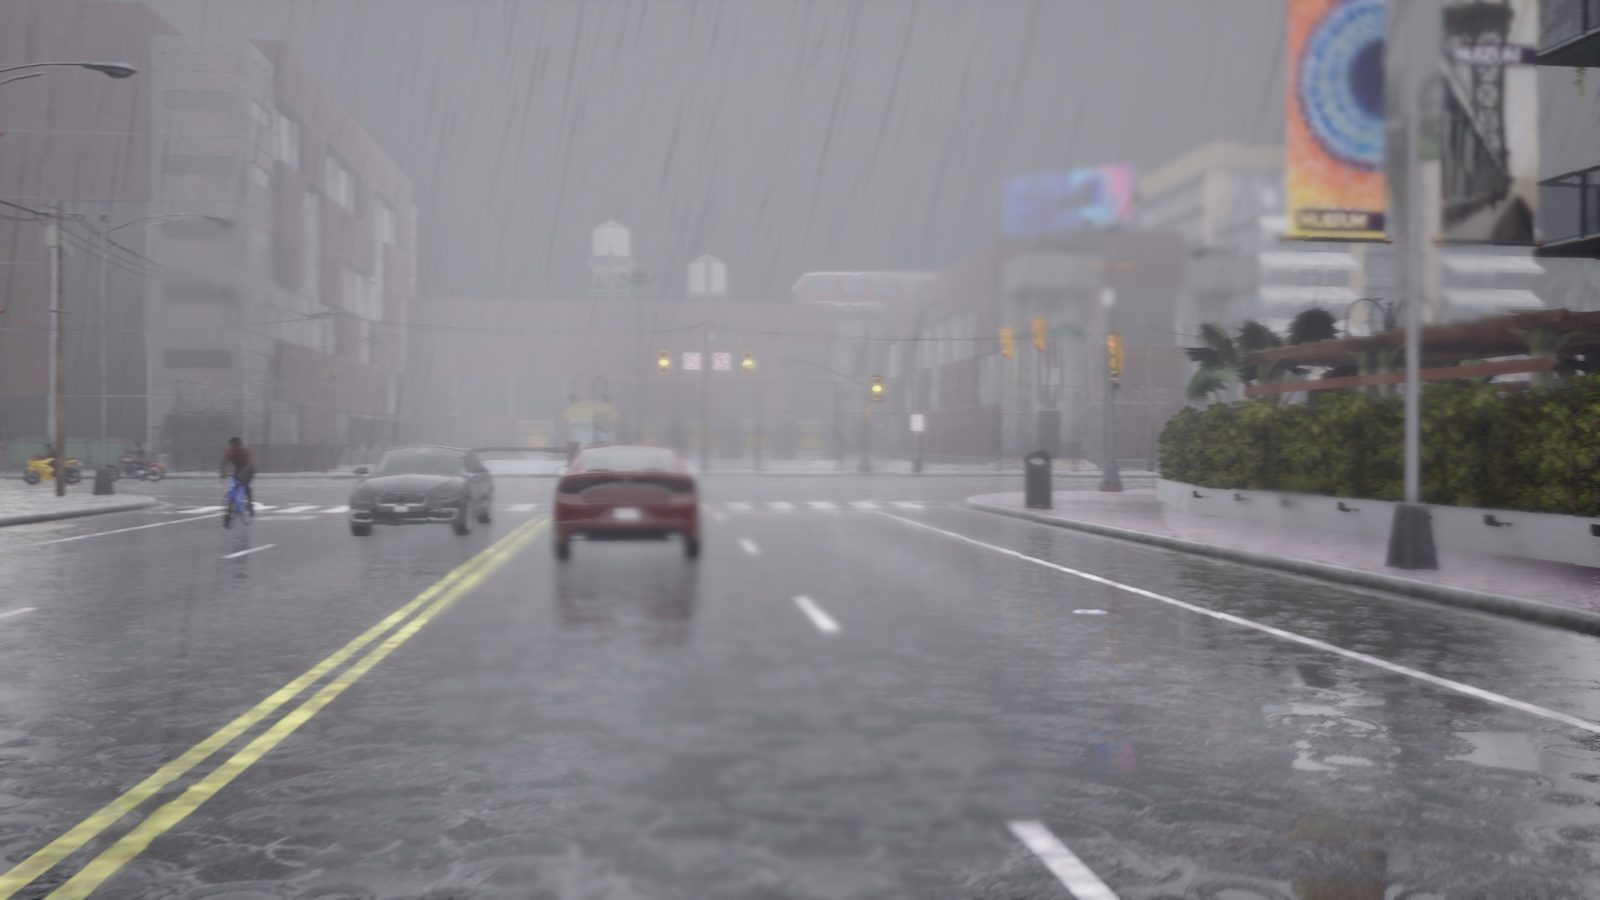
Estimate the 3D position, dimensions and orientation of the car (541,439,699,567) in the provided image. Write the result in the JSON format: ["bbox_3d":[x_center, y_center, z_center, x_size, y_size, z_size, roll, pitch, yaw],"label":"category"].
[{"bbox_3d":[-2.493,0.646,17.613,1.882,1.535,5.008,0,0,-8],"label":"car"}]

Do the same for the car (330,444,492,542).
[{"bbox_3d":[-6.539,0.647,21.617,1.837,1.490,4.892,0,0,-7],"label":"car"}]

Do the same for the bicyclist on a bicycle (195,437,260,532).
[{"bbox_3d":[-10.156,0.582,22.337,0.582,1.620,1.656,0,1,-7],"label":"bicyclist on a bicycle"}]

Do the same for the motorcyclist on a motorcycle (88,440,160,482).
[{"bbox_3d":[-26.447,0.428,49.142,2.350,1.649,0.766,0,0,-7],"label":"motorcyclist on a motorcycle"}]

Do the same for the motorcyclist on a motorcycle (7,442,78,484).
[{"bbox_3d":[-27.434,0.472,45.504,2.044,1.523,0.797,0,0,-7],"label":"motorcyclist on a motorcycle"}]
